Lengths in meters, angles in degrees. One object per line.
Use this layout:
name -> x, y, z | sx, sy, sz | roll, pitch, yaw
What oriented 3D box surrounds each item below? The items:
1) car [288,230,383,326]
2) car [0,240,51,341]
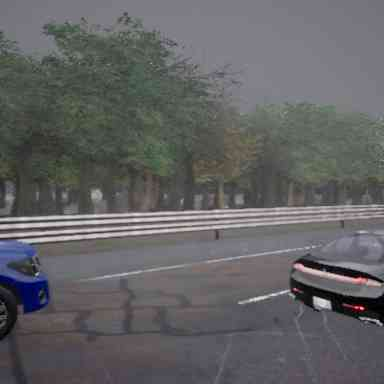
car -> 3.999, 1.502, 6.503 | 4.902, 1.511, 2.128 | 0, 0, -35
car -> -4.969, 1.194, 4.495 | 5.566, 2.045, 2.150 | 0, 0, -36
